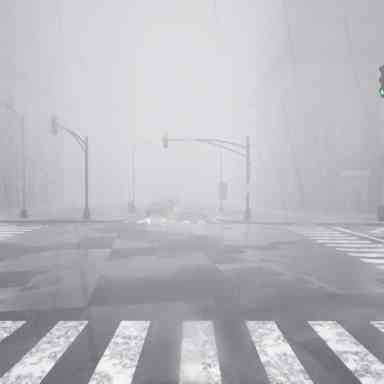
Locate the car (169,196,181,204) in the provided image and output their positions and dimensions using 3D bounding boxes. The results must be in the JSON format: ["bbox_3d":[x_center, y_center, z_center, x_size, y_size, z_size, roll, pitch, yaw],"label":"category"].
[{"bbox_3d":[-3.068,1.462,61.938,1.882,1.535,5.008,0,0,1],"label":"car"}]

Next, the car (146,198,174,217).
[{"bbox_3d":[-3.123,1.538,31.290,2.033,1.411,5.357,0,0,0],"label":"car"}]

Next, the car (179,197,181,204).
[{"bbox_3d":[-3.115,1.550,51.446,1.994,1.385,4.181,0,0,1],"label":"car"}]

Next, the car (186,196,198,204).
[{"bbox_3d":[-0.021,1.510,62.620,1.812,1.442,4.674,0,0,0],"label":"car"}]

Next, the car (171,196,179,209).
[{"bbox_3d":[-3.128,1.536,41.363,2.033,1.411,5.357,0,0,0],"label":"car"}]
